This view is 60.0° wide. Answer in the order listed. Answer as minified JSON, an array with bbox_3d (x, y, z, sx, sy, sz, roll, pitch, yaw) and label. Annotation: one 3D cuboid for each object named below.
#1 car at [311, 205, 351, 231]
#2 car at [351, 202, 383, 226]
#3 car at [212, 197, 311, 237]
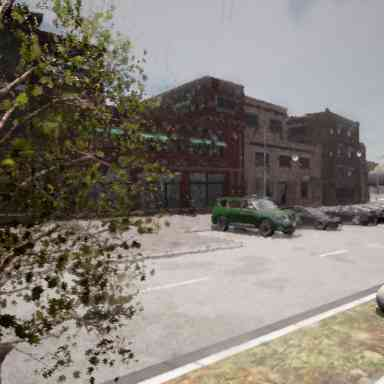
[{"bbox_3d":[7.716,1.696,22.617,2.163,1.488,4.792,1,-1,-40],"label":"car"},{"bbox_3d":[11.923,1.763,26.295,2.231,1.521,4.892,1,-1,-41],"label":"car"},{"bbox_3d":[3.507,1.337,19.136,2.435,2.045,5.566,1,-1,-38],"label":"car"}]
